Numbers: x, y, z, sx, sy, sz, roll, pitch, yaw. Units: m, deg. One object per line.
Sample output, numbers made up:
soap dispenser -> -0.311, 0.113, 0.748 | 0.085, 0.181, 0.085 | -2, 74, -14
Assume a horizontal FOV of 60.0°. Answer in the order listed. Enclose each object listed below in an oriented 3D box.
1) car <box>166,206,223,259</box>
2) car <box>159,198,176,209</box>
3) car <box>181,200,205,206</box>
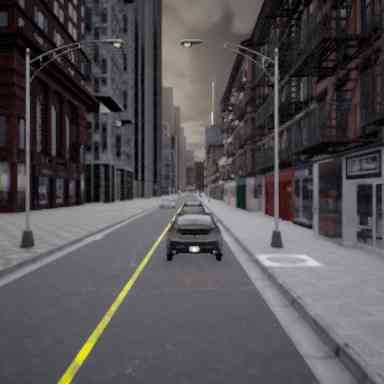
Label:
car -> 0.083, 1.462, 12.344 | 1.837, 1.490, 4.892 | 0, 0, 0
car -> -3.093, 1.476, 42.021 | 1.895, 1.301, 4.718 | 0, 0, 0
car -> 0.086, 1.400, 28.206 | 2.128, 1.511, 4.902 | 0, 0, 0
